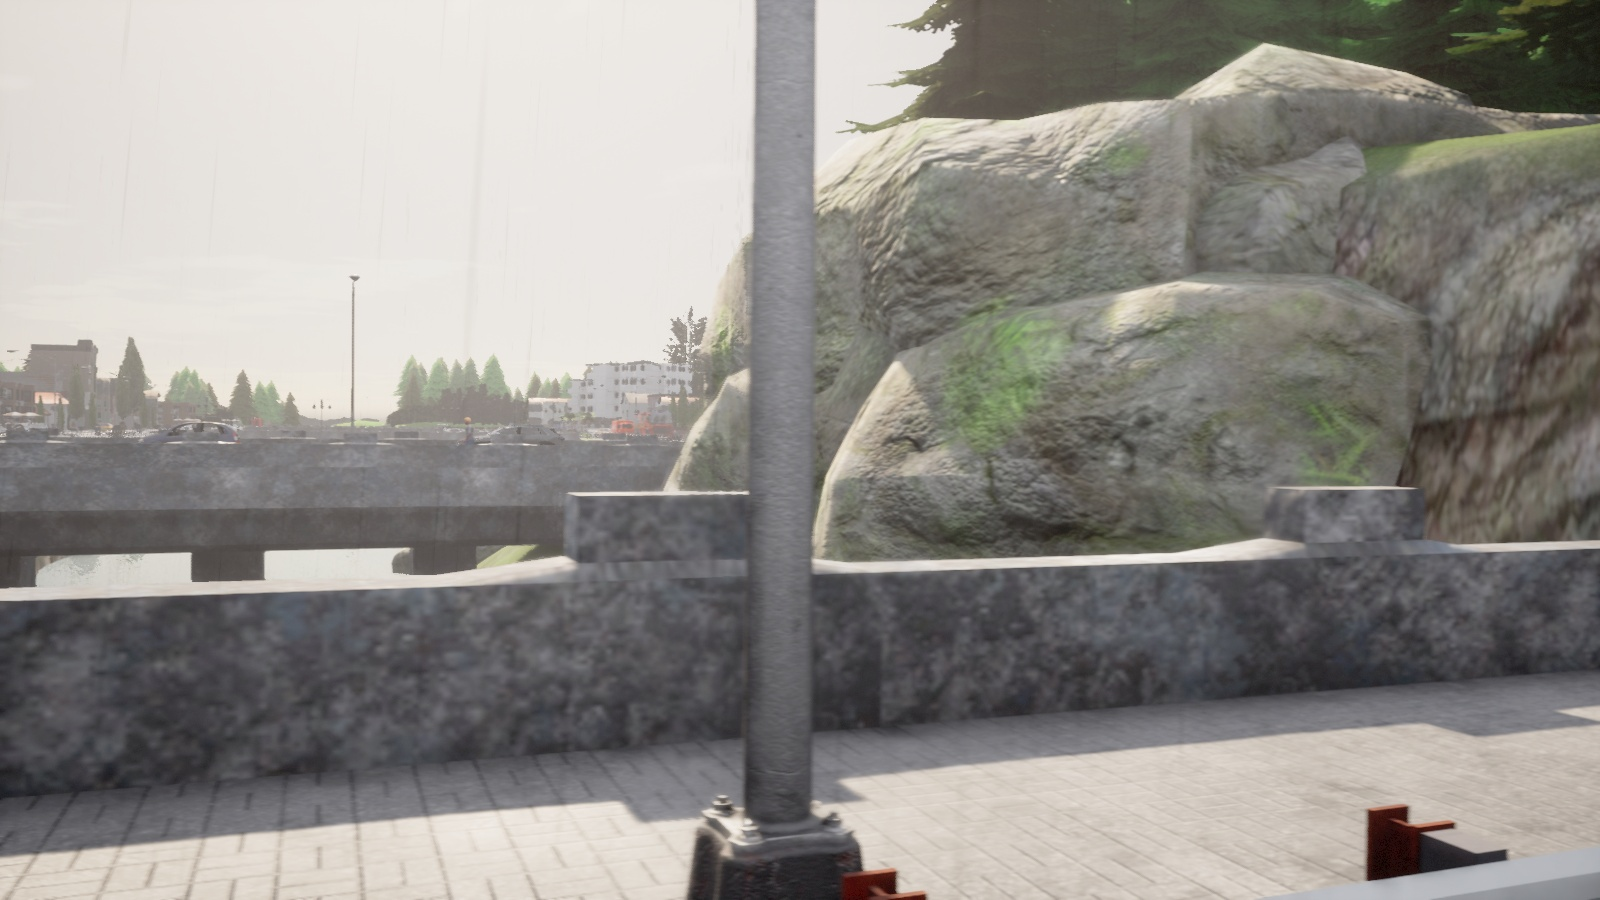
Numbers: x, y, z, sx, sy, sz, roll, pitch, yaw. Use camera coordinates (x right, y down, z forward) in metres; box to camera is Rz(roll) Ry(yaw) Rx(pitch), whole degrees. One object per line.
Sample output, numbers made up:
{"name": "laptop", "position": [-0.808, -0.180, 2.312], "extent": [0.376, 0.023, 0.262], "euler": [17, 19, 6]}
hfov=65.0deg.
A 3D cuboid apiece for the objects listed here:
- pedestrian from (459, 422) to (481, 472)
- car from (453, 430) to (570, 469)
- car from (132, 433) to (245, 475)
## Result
{"name": "pedestrian", "position": [-12.210, -0.117, 46.515], "extent": [0.706, 1.836, 0.354], "euler": [-1, 1, -25]}
{"name": "car", "position": [-12.900, -0.045, 56.097], "extent": [4.856, 1.649, 2.033], "euler": [-1, 1, -21]}
{"name": "car", "position": [-25.016, 0.128, 51.511], "extent": [3.988, 1.617, 1.851], "euler": [-1, 1, -21]}
